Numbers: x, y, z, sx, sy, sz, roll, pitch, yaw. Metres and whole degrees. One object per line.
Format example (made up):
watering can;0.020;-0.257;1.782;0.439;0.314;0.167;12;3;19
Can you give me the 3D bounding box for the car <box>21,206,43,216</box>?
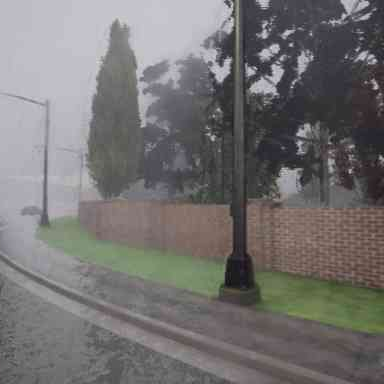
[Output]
car;-24.901;2.951;51.921;1.837;1.490;4.892;-1;-3;-3
